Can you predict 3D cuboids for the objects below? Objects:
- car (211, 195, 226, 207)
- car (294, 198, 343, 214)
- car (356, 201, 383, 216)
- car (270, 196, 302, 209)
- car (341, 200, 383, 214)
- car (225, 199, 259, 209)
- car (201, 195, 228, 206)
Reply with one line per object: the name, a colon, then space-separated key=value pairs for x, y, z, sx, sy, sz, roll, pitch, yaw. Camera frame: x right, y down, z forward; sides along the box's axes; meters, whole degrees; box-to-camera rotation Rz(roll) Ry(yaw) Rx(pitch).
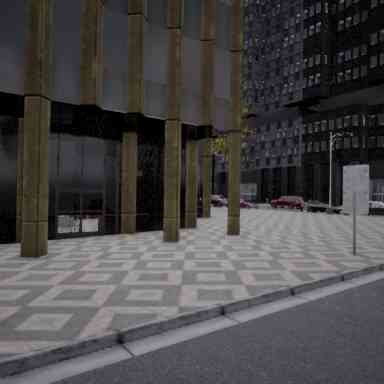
car: x=3.515 y=1.312 z=47.276 sx=2.192 sy=1.841 sz=5.009 roll=1 pitch=-1 yaw=-35
car: x=13.090 y=1.540 z=33.790 sx=1.947 sy=1.339 sz=4.313 roll=1 pitch=-1 yaw=-35
car: x=16.283 y=1.518 z=29.296 sx=2.008 sy=1.369 sz=4.403 roll=1 pitch=-1 yaw=-35
car: x=13.652 y=1.488 z=47.724 sx=2.192 sy=1.841 sz=5.009 roll=1 pitch=-1 yaw=-35
car: x=20.033 y=1.709 z=38.733 sx=2.008 sy=1.369 sz=4.403 roll=1 pitch=-1 yaw=-35
car: x=6.704 y=1.571 z=42.778 sx=1.802 sy=1.307 sz=4.206 roll=1 pitch=-1 yaw=-35
car: x=4.074 y=1.513 z=61.206 sx=2.192 sy=1.841 sz=5.009 roll=1 pitch=-1 yaw=-35
